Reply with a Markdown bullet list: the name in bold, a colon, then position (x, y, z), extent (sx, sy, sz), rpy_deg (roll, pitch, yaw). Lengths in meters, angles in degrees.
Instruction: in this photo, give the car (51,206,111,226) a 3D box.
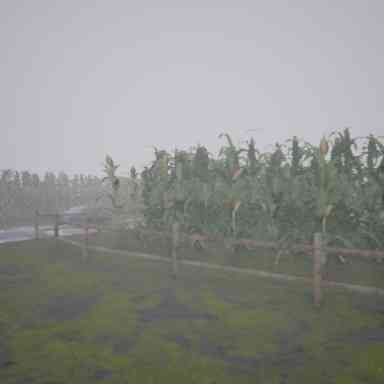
- **car**: position (-7.918, 1.684, 23.982), extent (1.994, 1.385, 4.181), rpy_deg (-1, -1, 36)
